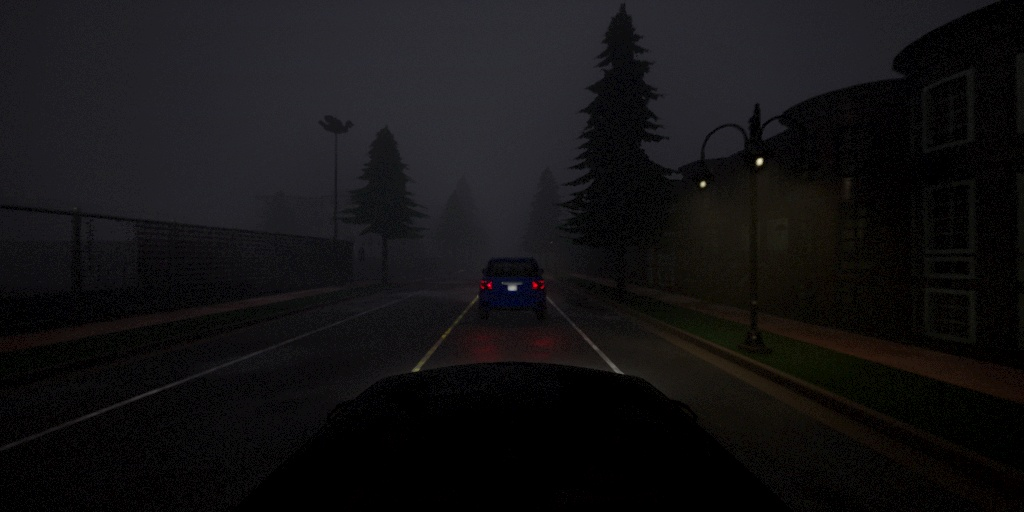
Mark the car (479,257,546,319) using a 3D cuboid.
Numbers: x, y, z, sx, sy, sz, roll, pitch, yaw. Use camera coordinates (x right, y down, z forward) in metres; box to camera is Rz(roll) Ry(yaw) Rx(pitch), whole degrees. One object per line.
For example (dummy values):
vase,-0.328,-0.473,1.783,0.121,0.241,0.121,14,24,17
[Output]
car,0.032,1.049,13.298,2.150,2.045,5.566,0,0,0
